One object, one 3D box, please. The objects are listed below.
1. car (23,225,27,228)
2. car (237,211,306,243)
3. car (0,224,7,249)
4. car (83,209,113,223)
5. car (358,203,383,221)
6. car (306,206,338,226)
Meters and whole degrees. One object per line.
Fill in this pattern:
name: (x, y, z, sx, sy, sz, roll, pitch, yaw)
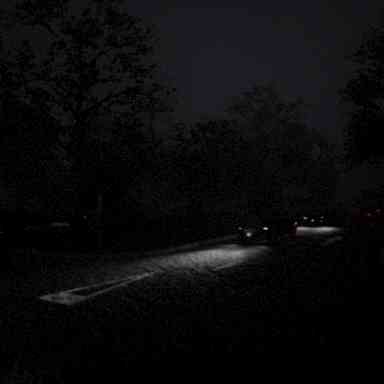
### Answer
car: (-14.982, 2.323, 25.332, 1.812, 1.442, 4.674, -3, -3, 33)
car: (4.156, 1.810, 18.077, 2.128, 1.511, 4.902, -4, -3, 36)
car: (-9.946, 1.644, 12.967, 2.185, 1.767, 4.553, -1, -2, 35)
car: (-10.656, 2.617, 37.119, 1.812, 1.442, 4.674, -4, -3, 35)
car: (16.157, 1.746, 29.686, 1.882, 1.535, 5.008, -4, -3, 35)
car: (10.481, 1.914, 27.045, 1.837, 1.490, 4.892, -4, -2, 35)
